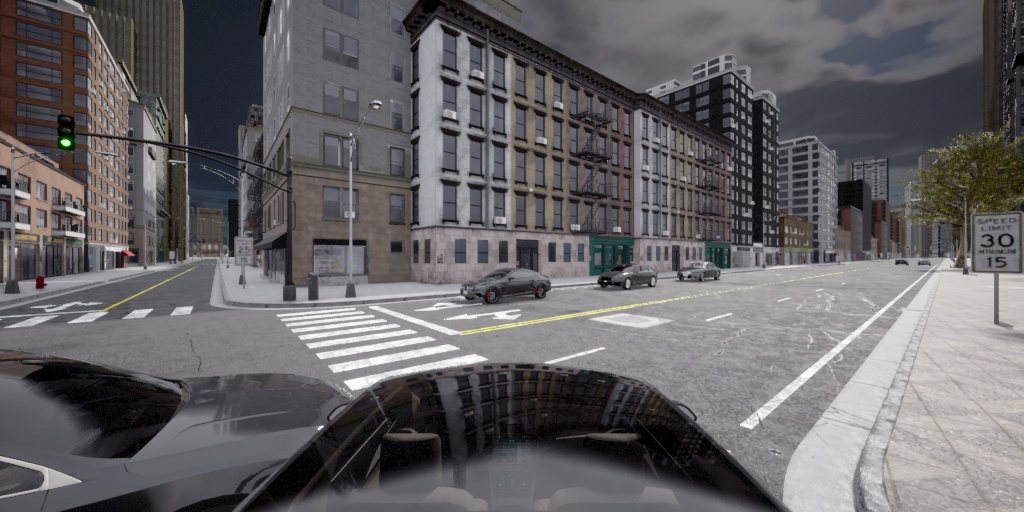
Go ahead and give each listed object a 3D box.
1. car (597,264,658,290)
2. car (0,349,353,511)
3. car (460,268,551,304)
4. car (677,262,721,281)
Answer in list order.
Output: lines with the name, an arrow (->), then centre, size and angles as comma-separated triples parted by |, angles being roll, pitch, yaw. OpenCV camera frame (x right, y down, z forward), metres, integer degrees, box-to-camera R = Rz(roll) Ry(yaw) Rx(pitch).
car -> 7.464, 1.257, 22.946 | 4.892, 1.490, 1.837 | 0, 0, -39
car -> -3.237, 1.257, 1.661 | 4.892, 1.490, 1.837 | 0, 0, -35
car -> -0.176, 1.286, 16.658 | 4.674, 1.442, 1.812 | 0, 0, -39
car -> 15.420, 1.234, 29.482 | 4.902, 1.511, 2.128 | 0, 0, -39
